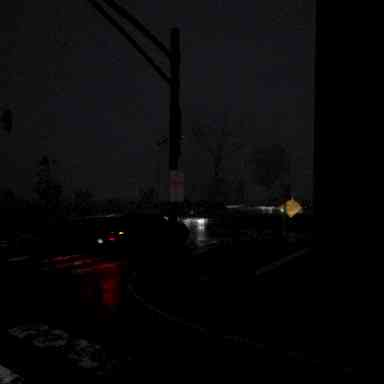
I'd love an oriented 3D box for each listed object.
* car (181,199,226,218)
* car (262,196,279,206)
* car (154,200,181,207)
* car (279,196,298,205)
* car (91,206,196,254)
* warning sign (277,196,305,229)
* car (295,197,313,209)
[{"bbox_3d":[1.372,1.440,29.764,1.812,1.442,4.674,1,1,36],"label":"car"},{"bbox_3d":[12.162,1.323,49.772,2.128,1.511,4.902,1,1,37],"label":"car"},{"bbox_3d":[-1.512,1.342,31.327,1.882,1.535,5.008,1,1,36],"label":"car"},{"bbox_3d":[14.714,1.358,47.760,1.882,1.535,5.008,1,0,37],"label":"car"},{"bbox_3d":[-2.001,1.562,13.896,1.812,1.442,4.674,1,0,34],"label":"car"},{"bbox_3d":[5.975,1.182,20.073,1.300,1.860,1.060,1,1,36],"label":"warning sign"},{"bbox_3d":[15.570,1.537,43.325,1.895,1.301,4.718,1,1,37],"label":"car"}]
